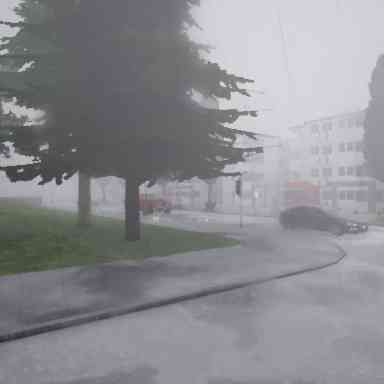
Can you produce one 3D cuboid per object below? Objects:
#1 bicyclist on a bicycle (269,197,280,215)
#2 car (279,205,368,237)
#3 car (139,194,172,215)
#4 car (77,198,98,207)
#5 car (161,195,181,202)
[{"bbox_3d":[7.866,1.336,31.672,1.656,1.620,0.582,0,0,-36],"label":"bicyclist on a bicycle"},{"bbox_3d":[7.067,1.496,18.353,1.837,1.490,4.892,0,0,-36],"label":"car"},{"bbox_3d":[-4.261,1.212,34.201,2.150,2.045,5.566,0,0,-35],"label":"car"},{"bbox_3d":[-15.826,1.596,50.595,1.895,1.301,4.718,0,0,-35],"label":"car"},{"bbox_3d":[-5.209,1.650,83.177,4.974,1.542,2.038,0,0,-6],"label":"car"}]
